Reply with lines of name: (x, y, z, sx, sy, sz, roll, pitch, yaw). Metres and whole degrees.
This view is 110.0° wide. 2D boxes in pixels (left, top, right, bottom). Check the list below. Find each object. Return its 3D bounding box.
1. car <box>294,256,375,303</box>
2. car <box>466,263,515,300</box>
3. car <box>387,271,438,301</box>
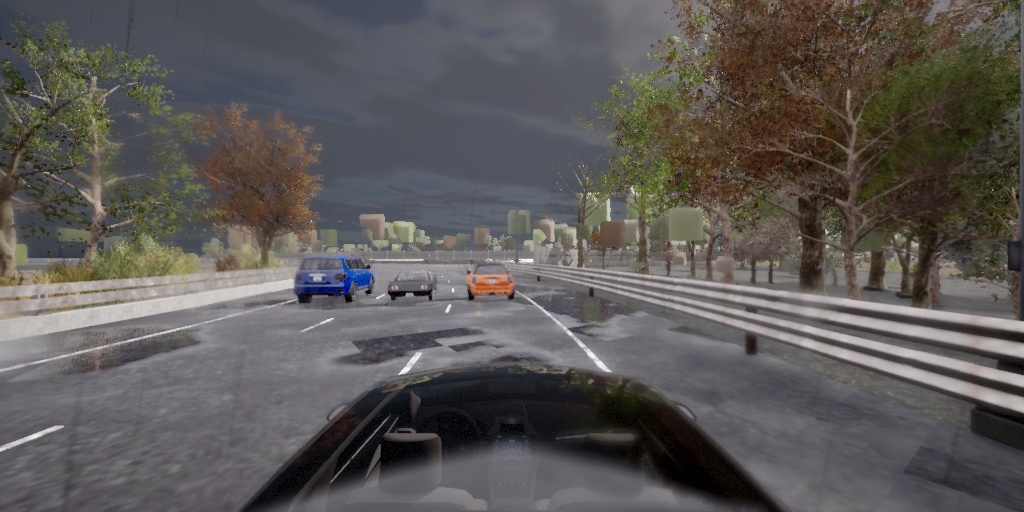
car: (-8.112, 1.006, 16.894, 2.150, 2.045, 5.566, 0, 0, -8)
car: (-1.176, 1.114, 17.839, 2.097, 1.767, 4.553, 0, 0, -8)
car: (-4.648, 1.364, 17.396, 1.895, 1.301, 4.718, 0, 0, -8)
